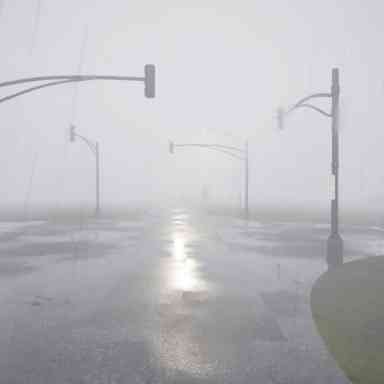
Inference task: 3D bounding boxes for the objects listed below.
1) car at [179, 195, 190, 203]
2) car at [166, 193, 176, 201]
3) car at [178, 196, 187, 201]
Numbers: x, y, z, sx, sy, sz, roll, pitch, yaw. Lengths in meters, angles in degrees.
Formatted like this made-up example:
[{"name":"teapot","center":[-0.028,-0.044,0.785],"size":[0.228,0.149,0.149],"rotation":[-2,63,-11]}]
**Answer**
[{"name":"car","center":[-1.645,1.384,69.865],"size":[2.097,1.767,4.553],"rotation":[0,0,-3]},{"name":"car","center":[-4.633,1.013,73.958],"size":[2.097,1.767,4.553],"rotation":[0,0,-3]},{"name":"car","center":[-2.251,1.559,79.939],"size":[1.895,1.301,4.718],"rotation":[0,0,-4]}]
